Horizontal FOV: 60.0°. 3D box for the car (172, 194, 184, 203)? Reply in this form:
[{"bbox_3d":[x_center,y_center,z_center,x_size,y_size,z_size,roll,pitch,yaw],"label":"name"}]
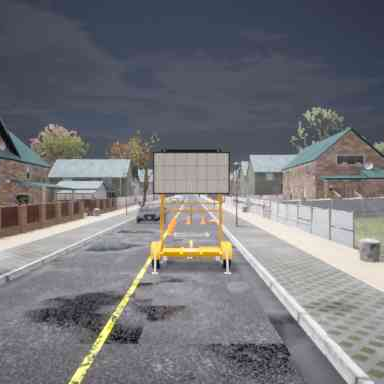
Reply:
[{"bbox_3d":[-2.891,1.216,68.393,2.150,2.045,5.566,0,0,0],"label":"car"}]

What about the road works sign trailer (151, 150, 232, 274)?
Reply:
[{"bbox_3d":[-0.021,0.468,10.528,2.380,3.560,2.880,0,0,0],"label":"road works sign trailer"}]

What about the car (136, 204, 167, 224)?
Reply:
[{"bbox_3d":[-2.901,1.569,24.700,1.994,1.385,4.181,0,0,0],"label":"car"}]
